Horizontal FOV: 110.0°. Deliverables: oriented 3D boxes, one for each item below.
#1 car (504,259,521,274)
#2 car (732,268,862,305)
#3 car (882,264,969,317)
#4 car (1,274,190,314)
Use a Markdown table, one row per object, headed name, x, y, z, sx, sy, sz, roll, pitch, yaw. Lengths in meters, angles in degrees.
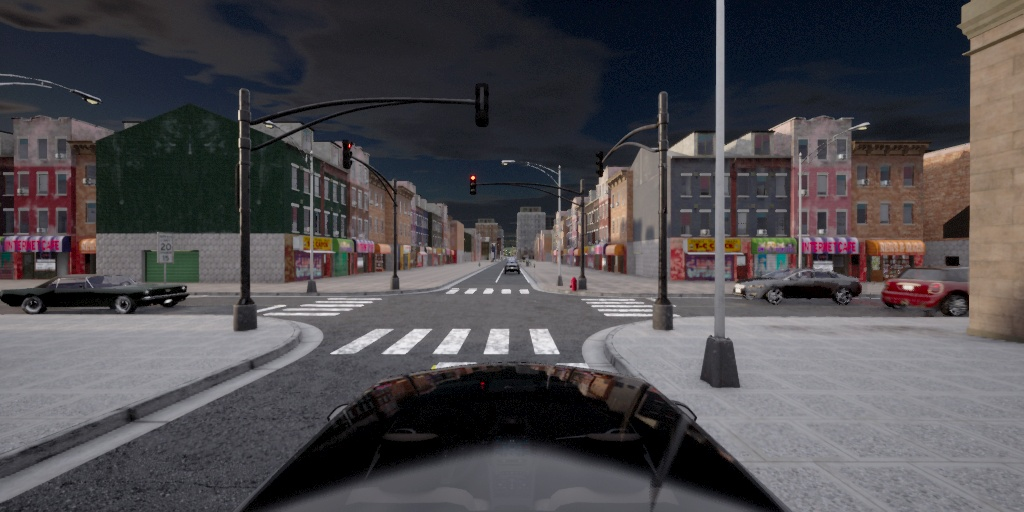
| name | x | y | z | sx | sy | sz | roll | pitch | yaw |
| --- | --- | --- | --- | --- | --- | --- | --- | --- | --- |
| car | 0.011 | 1.313 | 40.659 | 1.948 | 1.339 | 4.313 | 0 | 0 | 0 |
| car | 12.446 | 1.277 | 15.841 | 4.902 | 1.511 | 2.128 | 0 | 0 | 0 |
| car | 16.366 | 1.162 | 12.891 | 4.553 | 1.767 | 2.097 | 0 | 0 | 0 |
| car | -14.638 | 1.313 | 12.866 | 4.718 | 1.301 | 1.895 | 0 | 0 | -3 |
